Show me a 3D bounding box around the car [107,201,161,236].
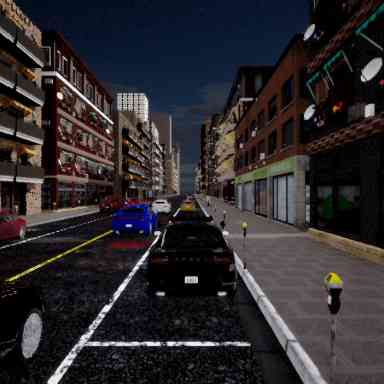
[{"bbox_3d":[-3.045,1.478,18.489,1.882,1.535,5.008,0,0,0],"label":"car"}]

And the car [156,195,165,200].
[{"bbox_3d":[-8.834,1.539,93.519,2.008,1.369,4.403,0,0,0],"label":"car"}]

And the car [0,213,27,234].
[{"bbox_3d":[-8.835,1.583,14.612,1.802,1.307,4.206,0,0,0],"label":"car"}]

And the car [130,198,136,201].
[{"bbox_3d":[-8.834,1.439,42.793,1.967,1.590,4.097,0,0,0],"label":"car"}]

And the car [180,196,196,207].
[{"bbox_3d":[-0.454,1.525,37.323,1.752,1.417,4.829,0,0,0],"label":"car"}]

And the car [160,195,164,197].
[{"bbox_3d":[-8.834,1.541,87.882,2.008,1.369,4.403,0,0,0],"label":"car"}]

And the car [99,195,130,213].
[{"bbox_3d":[-8.833,1.314,37.157,2.192,1.841,5.009,0,0,0],"label":"car"}]

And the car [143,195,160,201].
[{"bbox_3d":[-6.146,1.441,48.614,1.812,1.442,4.674,0,0,0],"label":"car"}]

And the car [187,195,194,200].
[{"bbox_3d":[-0.452,1.513,93.685,1.752,1.417,4.829,0,0,0],"label":"car"}]

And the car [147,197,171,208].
[{"bbox_3d":[-3.146,1.525,34.083,1.812,1.442,4.674,0,0,0],"label":"car"}]

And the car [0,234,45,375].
[{"bbox_3d":[-3.034,1.478,2.771,1.882,1.535,5.008,0,0,0],"label":"car"}]

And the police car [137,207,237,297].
[{"bbox_3d":[-0.011,1.425,8.759,1.930,1.638,5.238,0,0,0],"label":"police car"}]

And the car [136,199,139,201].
[{"bbox_3d":[-8.834,1.543,48.430,1.887,1.381,4.507,0,0,0],"label":"car"}]

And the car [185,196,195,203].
[{"bbox_3d":[-0.453,1.545,70.970,2.008,1.369,4.403,0,0,0],"label":"car"}]
